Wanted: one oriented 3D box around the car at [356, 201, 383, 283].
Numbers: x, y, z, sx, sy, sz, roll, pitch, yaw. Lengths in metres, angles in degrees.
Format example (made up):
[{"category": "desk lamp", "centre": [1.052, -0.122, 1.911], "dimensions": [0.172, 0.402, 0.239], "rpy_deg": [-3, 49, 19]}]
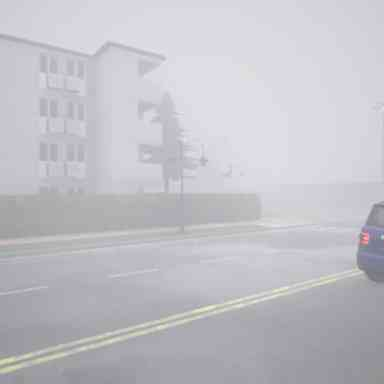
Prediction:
[{"category": "car", "centre": [6.376, 1.197, 8.325], "dimensions": [5.566, 2.045, 2.150], "rpy_deg": [0, 0, -35]}]
